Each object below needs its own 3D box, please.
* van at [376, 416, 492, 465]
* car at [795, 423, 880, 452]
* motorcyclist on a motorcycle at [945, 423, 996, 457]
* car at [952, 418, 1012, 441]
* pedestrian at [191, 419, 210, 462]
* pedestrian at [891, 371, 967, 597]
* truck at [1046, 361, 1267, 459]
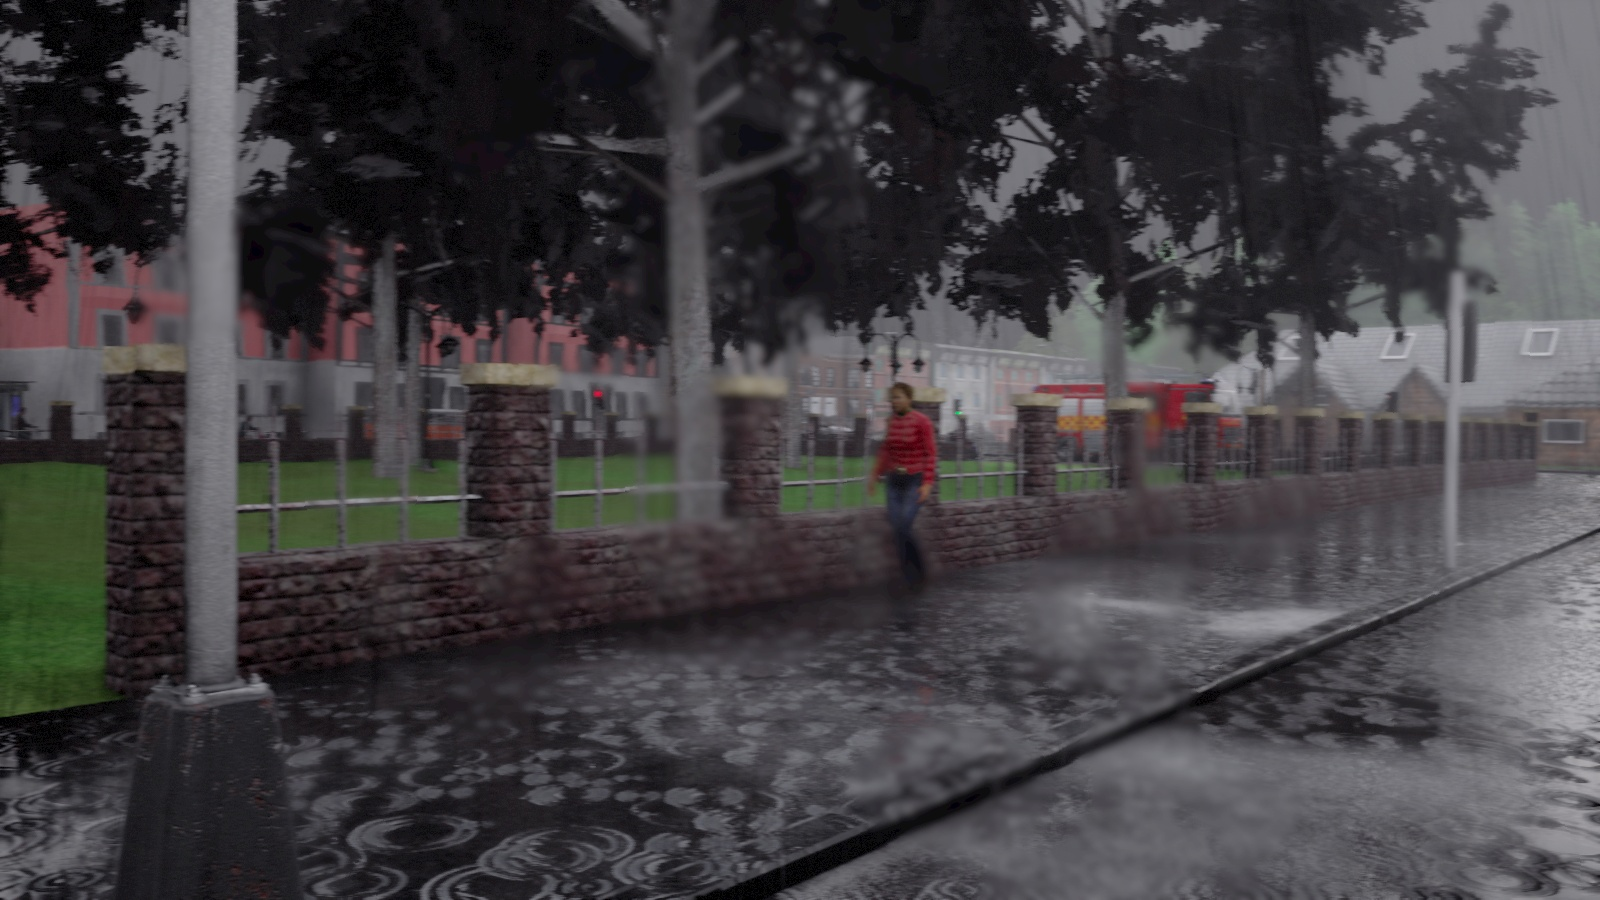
[{"bbox_3d":[-15.483,-0.437,53.284,1.775,1.987,4.442,1,2,40],"label":"van"},{"bbox_3d":[2.025,-0.705,69.526,1.882,1.535,5.008,-2,2,-39],"label":"car"},{"bbox_3d":[7.944,-0.468,58.552,2.191,1.530,0.866,0,2,37],"label":"motorcyclist on a motorcycle"},{"bbox_3d":[13.793,-1.540,94.936,2.152,1.651,5.027,1,2,40],"label":"car"},{"bbox_3d":[-26.074,-0.417,54.623,0.614,1.847,0.353,-2,2,-42],"label":"pedestrian"},{"bbox_3d":[1.094,0.272,10.643,0.331,1.846,0.636,1,2,40],"label":"pedestrian"},{"bbox_3d":[14.843,-1.607,52.797,8.468,3.827,2.891,0,2,38],"label":"truck"}]
